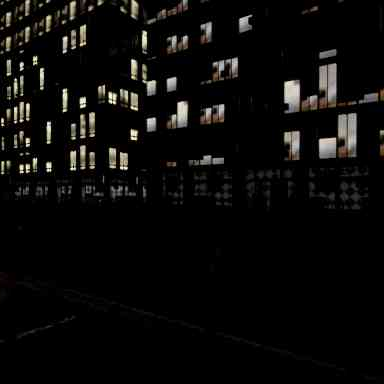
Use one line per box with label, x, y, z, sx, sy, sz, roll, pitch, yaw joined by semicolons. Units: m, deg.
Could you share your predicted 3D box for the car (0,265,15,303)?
car;-5.491;1.526;6.799;4.829;1.417;1.752;0;0;36
